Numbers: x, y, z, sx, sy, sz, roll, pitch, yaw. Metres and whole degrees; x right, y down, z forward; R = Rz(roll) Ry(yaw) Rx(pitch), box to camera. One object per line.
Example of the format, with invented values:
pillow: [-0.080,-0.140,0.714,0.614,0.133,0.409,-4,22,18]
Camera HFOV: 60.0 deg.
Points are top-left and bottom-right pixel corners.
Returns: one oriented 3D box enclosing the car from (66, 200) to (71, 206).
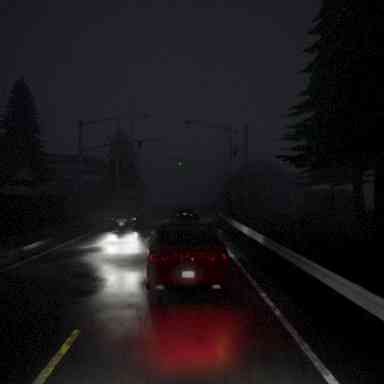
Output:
car: [-21.712,1.704,55.115,2.242,1.667,4.611,0,0,-2]

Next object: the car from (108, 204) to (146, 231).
car: [-4.090,1.579,21.491,2.128,1.511,4.902,0,0,-1]

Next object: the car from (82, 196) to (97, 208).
car: [-15.891,1.520,50.995,1.905,1.878,3.866,0,0,-2]

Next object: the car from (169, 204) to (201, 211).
car: [-0.490,1.596,22.728,1.837,1.490,4.892,0,0,-2]

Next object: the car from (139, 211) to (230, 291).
car: [-0.140,1.515,9.191,1.882,1.535,5.008,0,0,-2]
